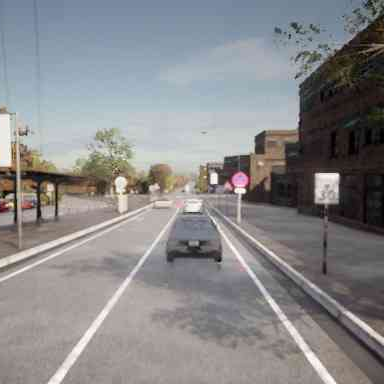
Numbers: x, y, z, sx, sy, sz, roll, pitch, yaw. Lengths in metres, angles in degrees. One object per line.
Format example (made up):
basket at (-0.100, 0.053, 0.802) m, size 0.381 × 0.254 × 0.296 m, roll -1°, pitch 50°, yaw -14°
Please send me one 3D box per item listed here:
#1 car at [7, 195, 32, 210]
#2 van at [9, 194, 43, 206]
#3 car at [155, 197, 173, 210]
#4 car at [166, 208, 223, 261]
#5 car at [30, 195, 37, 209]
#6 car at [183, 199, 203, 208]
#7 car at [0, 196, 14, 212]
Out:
car at (-21.923, 1.465, 38.353) m, size 5.366 × 1.575 × 1.946 m, roll 0°, pitch 0°, yaw 0°
van at (-21.998, 1.243, 43.904) m, size 4.442 × 1.987 × 1.878 m, roll 0°, pitch 0°, yaw 0°
car at (-3.339, 1.349, 40.055) m, size 1.895 × 1.301 × 4.718 m, roll 0°, pitch 3°, yaw 0°
car at (0.073, 1.541, 12.196) m, size 2.033 × 1.411 × 5.357 m, roll 0°, pitch 0°, yaw 0°
car at (-22.142, 1.498, 41.130) m, size 4.792 × 1.488 × 2.163 m, roll 0°, pitch 0°, yaw 0°
car at (0.096, 1.417, 32.489) m, size 1.812 × 1.442 × 4.674 m, roll 0°, pitch 1°, yaw 0°
car at (-22.135, 1.498, 35.578) m, size 4.792 × 1.488 × 2.163 m, roll 0°, pitch 0°, yaw 0°
